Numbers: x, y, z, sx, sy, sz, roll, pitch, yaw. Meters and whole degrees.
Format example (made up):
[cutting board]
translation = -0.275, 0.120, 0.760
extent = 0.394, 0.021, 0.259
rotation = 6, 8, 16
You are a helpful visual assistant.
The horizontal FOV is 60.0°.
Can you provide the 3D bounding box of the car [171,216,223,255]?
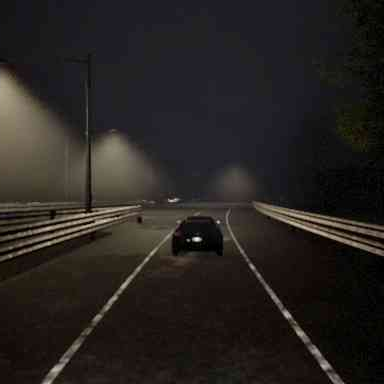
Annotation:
[car]
translation = 0.273, 1.689, 13.957
extent = 1.994, 1.385, 4.181
rotation = 0, 0, 3
